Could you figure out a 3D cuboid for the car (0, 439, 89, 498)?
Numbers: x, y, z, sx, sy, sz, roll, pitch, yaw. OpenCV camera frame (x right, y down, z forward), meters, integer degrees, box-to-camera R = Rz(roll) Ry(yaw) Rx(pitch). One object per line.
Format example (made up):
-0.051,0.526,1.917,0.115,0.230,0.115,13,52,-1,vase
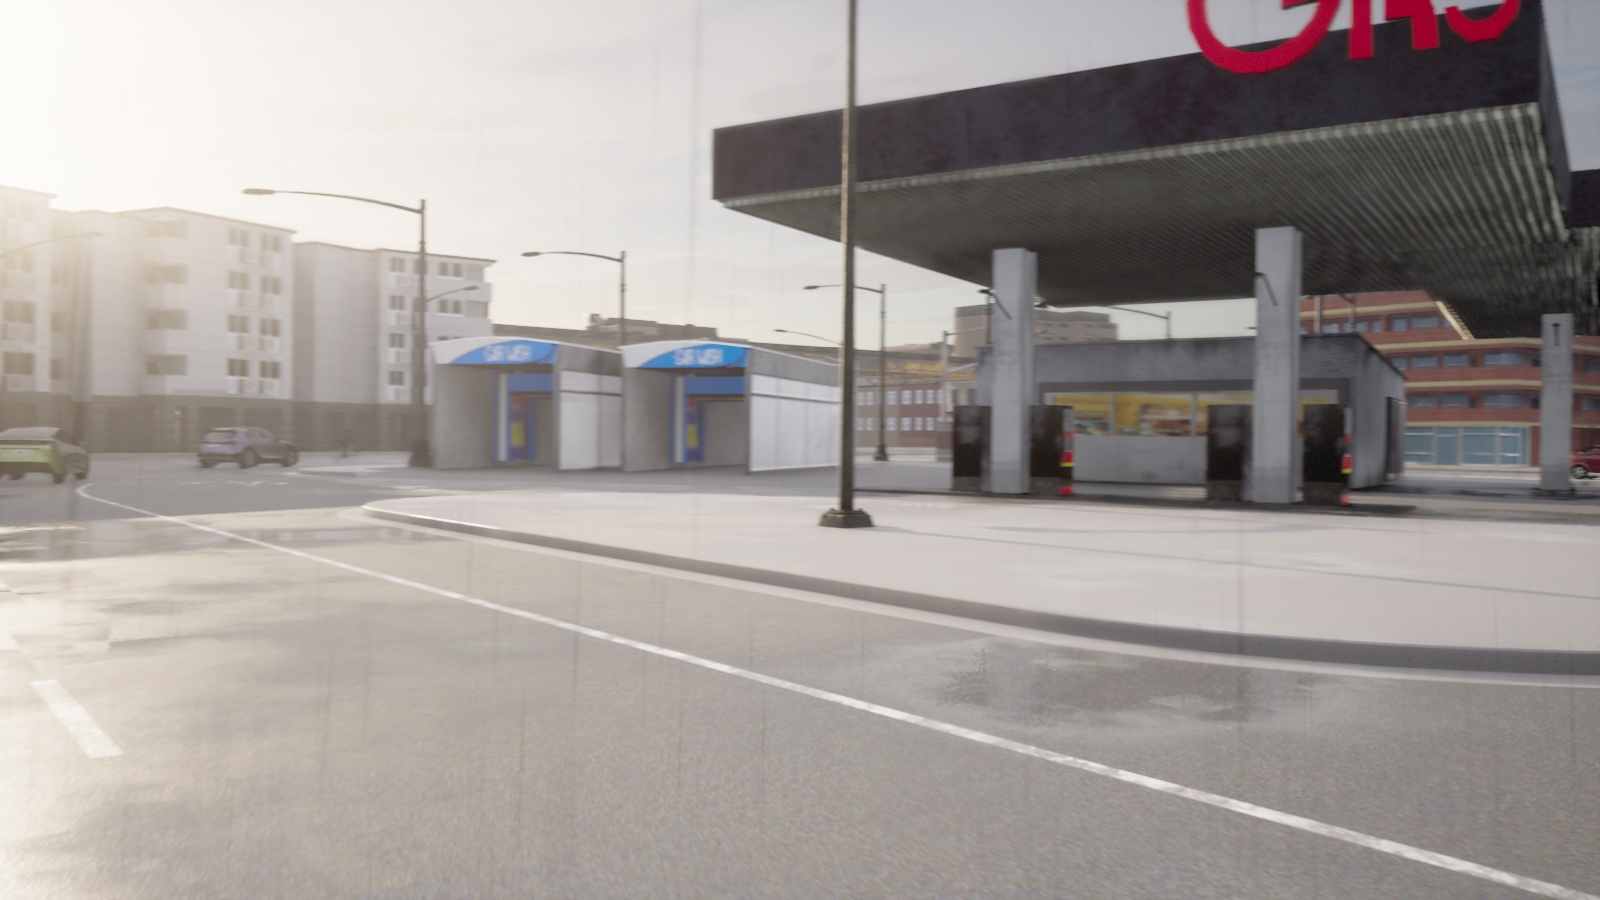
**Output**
-21.243,0.459,34.740,2.007,1.525,4.514,-1,1,-20,car

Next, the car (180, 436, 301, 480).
-22.181,0.291,50.025,2.033,1.649,4.856,0,1,9,car

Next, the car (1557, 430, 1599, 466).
35.393,-0.082,54.769,1.789,1.549,3.705,-1,1,-39,car
